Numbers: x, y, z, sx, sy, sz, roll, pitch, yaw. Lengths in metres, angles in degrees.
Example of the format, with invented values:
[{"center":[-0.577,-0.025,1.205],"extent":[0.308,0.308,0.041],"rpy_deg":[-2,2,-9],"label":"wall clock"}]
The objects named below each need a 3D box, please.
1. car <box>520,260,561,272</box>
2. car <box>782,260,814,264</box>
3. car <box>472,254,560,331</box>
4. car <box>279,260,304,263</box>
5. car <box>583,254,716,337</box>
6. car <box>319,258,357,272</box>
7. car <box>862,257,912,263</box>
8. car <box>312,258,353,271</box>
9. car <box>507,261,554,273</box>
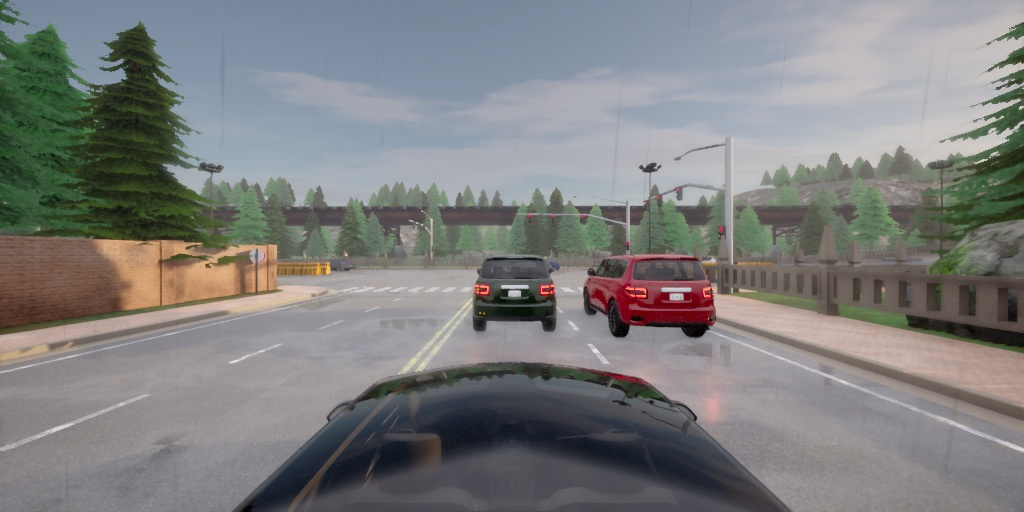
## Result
[{"center":[3.588,1.227,45.737],"extent":[5.008,1.535,1.882],"rpy_deg":[0,0,0],"label":"car"},{"center":[38.860,1.239,49.082],"extent":[4.181,1.385,1.994],"rpy_deg":[-1,0,0],"label":"car"},{"center":[0.069,0.971,11.086],"extent":[2.150,2.045,5.566],"rpy_deg":[0,0,0],"label":"car"},{"center":[-26.702,1.254,42.403],"extent":[4.892,1.490,1.837],"rpy_deg":[0,0,0],"label":"car"},{"center":[3.569,0.971,10.409],"extent":[2.150,2.045,5.566],"rpy_deg":[0,0,0],"label":"car"},{"center":[-22.830,1.297,45.882],"extent":[5.357,1.411,2.033],"rpy_deg":[0,0,0],"label":"car"},{"center":[42.953,1.038,42.076],"extent":[4.902,1.511,2.128],"rpy_deg":[-2,0,0],"label":"car"},{"center":[-24.642,1.101,49.392],"extent":[4.553,1.767,2.097],"rpy_deg":[0,0,0],"label":"car"},{"center":[2.165,1.297,42.244],"extent":[5.357,1.411,2.033],"rpy_deg":[0,0,0],"label":"car"}]
